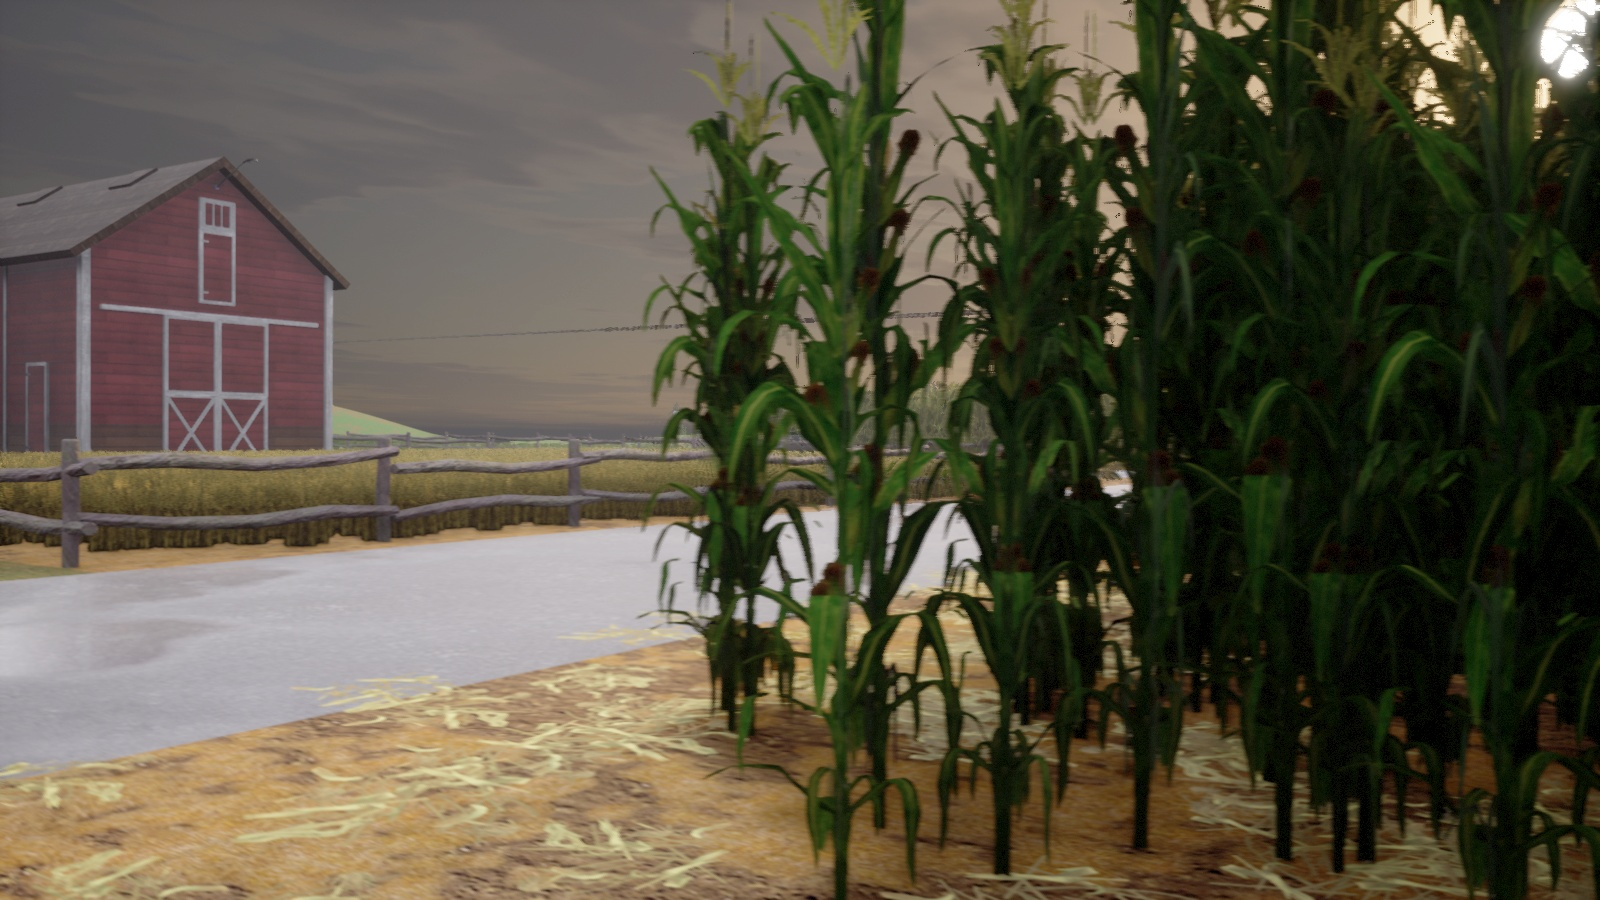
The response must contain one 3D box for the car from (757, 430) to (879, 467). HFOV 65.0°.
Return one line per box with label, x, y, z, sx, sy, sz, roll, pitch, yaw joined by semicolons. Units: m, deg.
car;0.765;-0.080;54.612;4.902;1.511;2.128;0;1;34
